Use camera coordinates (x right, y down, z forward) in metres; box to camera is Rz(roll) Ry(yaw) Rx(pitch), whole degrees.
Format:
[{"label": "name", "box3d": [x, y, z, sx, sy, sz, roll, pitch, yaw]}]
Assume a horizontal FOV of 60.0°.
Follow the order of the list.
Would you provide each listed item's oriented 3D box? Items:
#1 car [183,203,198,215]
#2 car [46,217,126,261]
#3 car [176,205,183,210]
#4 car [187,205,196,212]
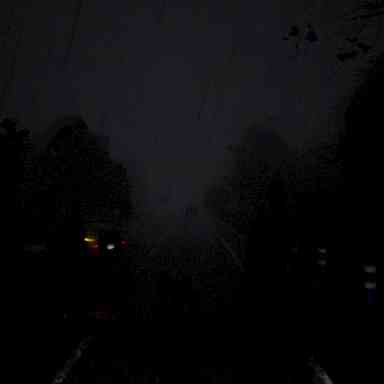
[{"label": "car", "box3d": [-0.001, 2.902, 56.849, 2.097, 1.767, 4.553, 0, -2, 0]}, {"label": "car", "box3d": [-4.364, 1.756, 13.412, 1.812, 1.442, 4.674, -2, 1, -41]}, {"label": "car", "box3d": [-3.296, 4.134, 90.007, 1.812, 1.442, 4.674, 0, -1, -1]}, {"label": "car", "box3d": [-0.016, 3.714, 75.897, 1.994, 1.385, 4.181, 0, -2, 0]}]
